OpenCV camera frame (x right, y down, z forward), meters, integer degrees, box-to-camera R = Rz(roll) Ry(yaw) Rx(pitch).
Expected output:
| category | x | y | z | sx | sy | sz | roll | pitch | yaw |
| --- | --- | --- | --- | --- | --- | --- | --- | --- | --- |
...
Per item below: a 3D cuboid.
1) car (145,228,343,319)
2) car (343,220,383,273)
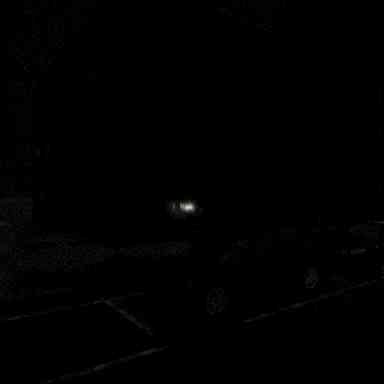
| category | x | y | z | sx | sy | sz | roll | pitch | yaw |
| --- | --- | --- | --- | --- | --- | --- | --- | --- | --- |
| car | 1.139 | 1.546 | 7.357 | 4.507 | 1.381 | 1.887 | 0 | 0 | -36 |
| car | 5.630 | 1.584 | 10.574 | 4.206 | 1.307 | 1.802 | 0 | 0 | -36 |
